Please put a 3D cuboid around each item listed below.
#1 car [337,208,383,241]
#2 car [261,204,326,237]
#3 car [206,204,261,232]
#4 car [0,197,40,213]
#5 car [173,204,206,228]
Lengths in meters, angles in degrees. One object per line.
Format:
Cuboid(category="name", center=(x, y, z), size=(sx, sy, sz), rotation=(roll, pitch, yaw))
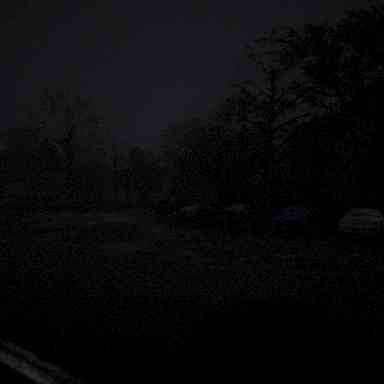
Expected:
Cuboid(category="car", center=(8.503, 1.493, 16.474), size=(2.002, 1.452, 4.674), rotation=(0, 0, 36))
Cuboid(category="car", center=(5.946, 1.450, 18.311), size=(2.097, 1.535, 5.008), rotation=(0, 0, 36))
Cuboid(category="car", center=(3.276, 1.449, 20.204), size=(2.231, 1.521, 4.892), rotation=(0, 0, 36))
Cuboid(category="car", center=(-19.169, 1.303, 36.287), size=(2.185, 1.767, 4.553), rotation=(0, 0, 35))
Cuboid(category="car", center=(0.612, 1.486, 22.111), size=(2.002, 1.452, 4.674), rotation=(0, 0, 36))
